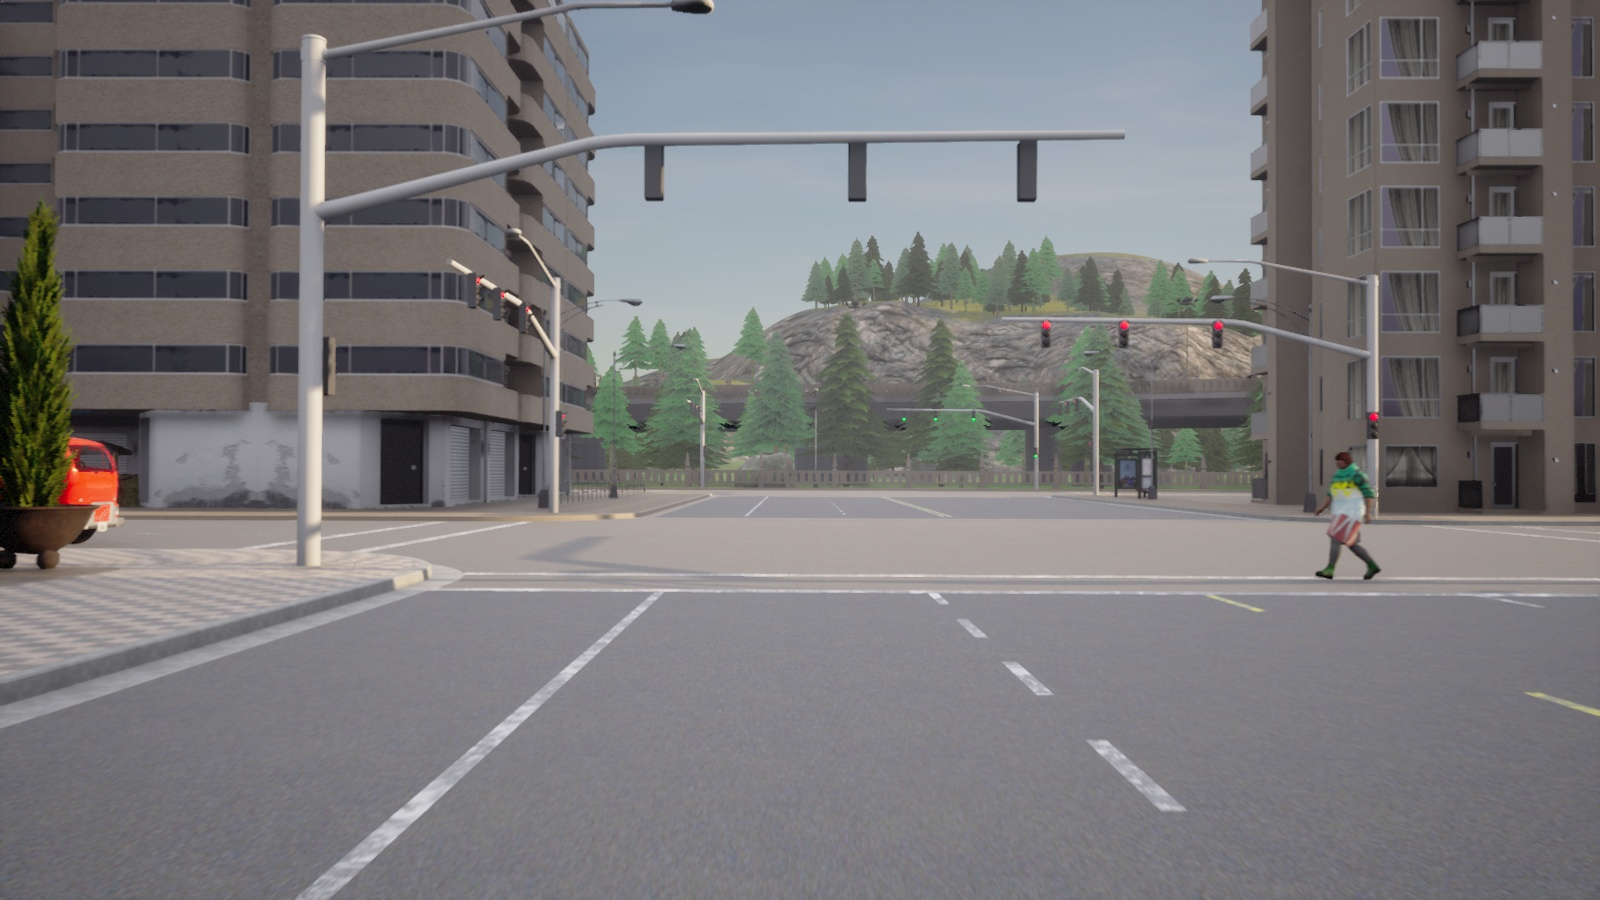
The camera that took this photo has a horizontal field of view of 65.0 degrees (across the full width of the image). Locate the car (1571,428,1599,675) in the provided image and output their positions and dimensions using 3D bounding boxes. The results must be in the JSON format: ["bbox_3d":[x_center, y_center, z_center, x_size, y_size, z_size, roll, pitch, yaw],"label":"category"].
[{"bbox_3d":[6.980,0.729,7.478,1.932,1.855,4.605,0,-1,0],"label":"car"}]

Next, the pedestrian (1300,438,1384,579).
[{"bbox_3d":[7.686,0.821,17.827,0.873,1.952,0.659,0,-1,-6],"label":"pedestrian"}]

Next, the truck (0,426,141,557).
[{"bbox_3d":[-16.391,0.811,24.956,5.204,2.467,2.627,0,-1,0],"label":"truck"}]
